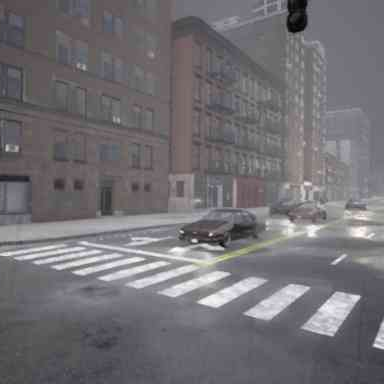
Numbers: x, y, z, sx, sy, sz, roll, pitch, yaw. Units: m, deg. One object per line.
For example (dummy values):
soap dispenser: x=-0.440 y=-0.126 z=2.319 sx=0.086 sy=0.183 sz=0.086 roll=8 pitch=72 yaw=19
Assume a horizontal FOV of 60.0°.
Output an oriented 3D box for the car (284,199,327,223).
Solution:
car: x=8.912 y=1.508 z=25.337 sx=1.812 sy=1.442 sz=4.674 roll=1 pitch=0 yaw=36

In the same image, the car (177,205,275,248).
car: x=1.620 y=1.507 z=15.068 sx=2.033 sy=1.411 sz=5.357 roll=1 pitch=0 yaw=35

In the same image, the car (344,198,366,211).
car: x=20.329 y=1.537 z=41.308 sx=1.837 sy=1.490 sz=4.892 roll=1 pitch=0 yaw=36

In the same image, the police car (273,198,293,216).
police car: x=8.614 y=1.391 z=30.358 sx=1.930 sy=1.638 sz=5.238 roll=1 pitch=0 yaw=35
